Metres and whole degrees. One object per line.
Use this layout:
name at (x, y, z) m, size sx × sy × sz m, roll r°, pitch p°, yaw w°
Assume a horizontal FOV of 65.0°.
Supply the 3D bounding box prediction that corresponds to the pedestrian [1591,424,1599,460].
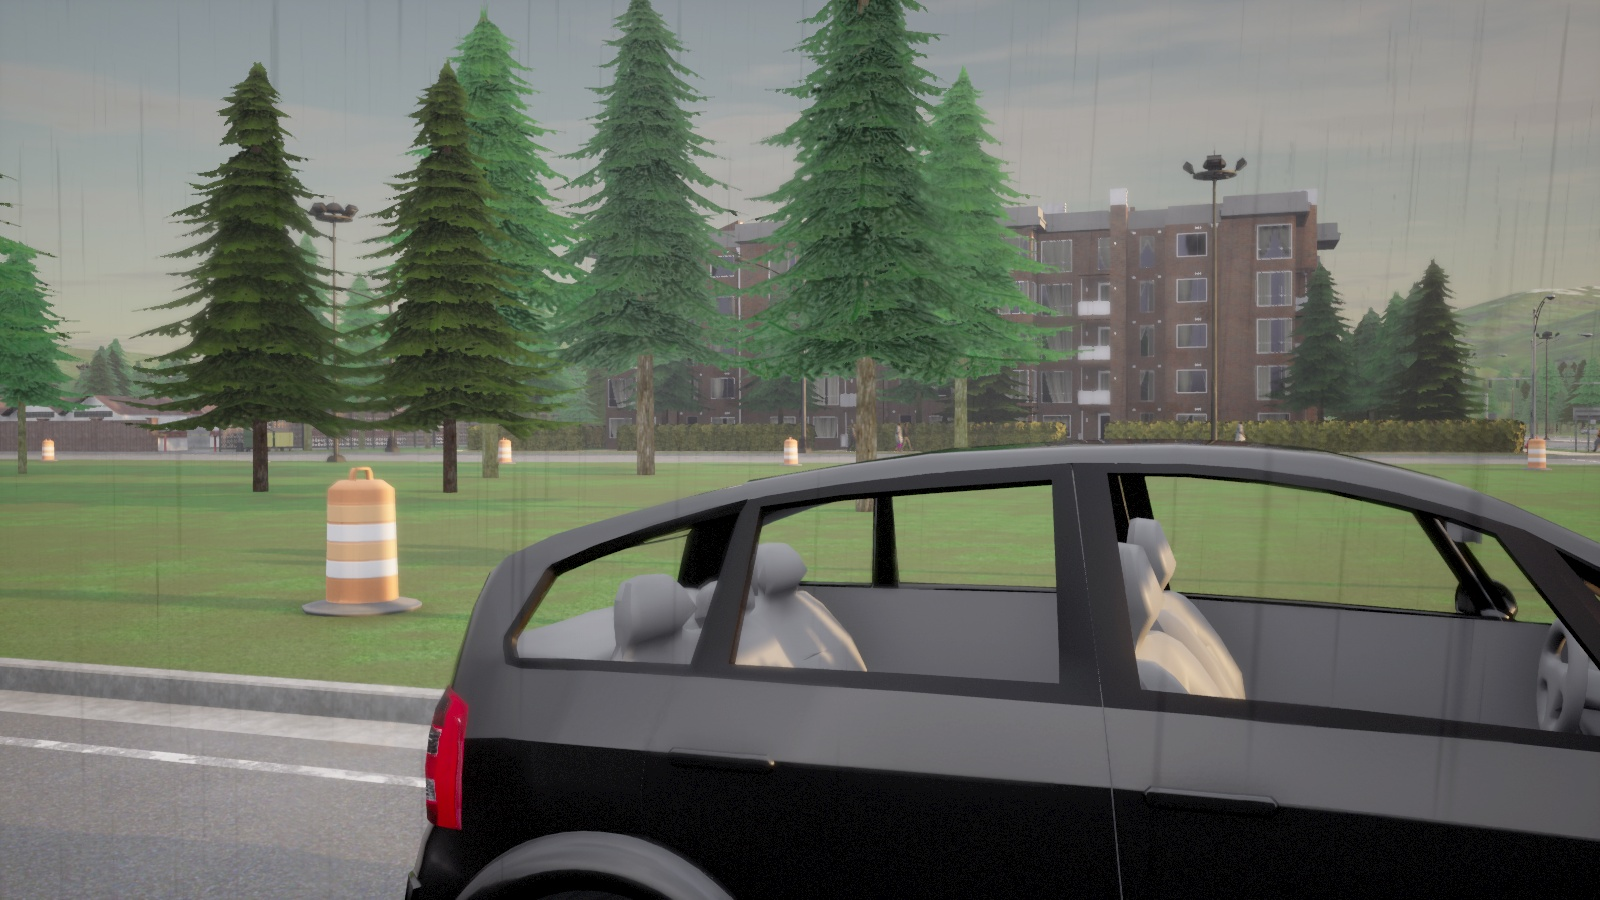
pedestrian at (41.566, -0.420, 65.072) m, size 0.900 × 1.855 × 0.874 m, roll 1°, pitch 1°, yaw 28°

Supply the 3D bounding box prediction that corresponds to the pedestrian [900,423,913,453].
pedestrian at (6.570, -0.760, 77.436) m, size 0.703 × 1.840 × 0.431 m, roll 1°, pitch 1°, yaw 20°

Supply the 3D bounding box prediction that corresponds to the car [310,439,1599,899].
car at (1.036, 0.764, 2.844) m, size 3.705 × 1.549 × 1.789 m, roll 0°, pitch 1°, yaw 19°
